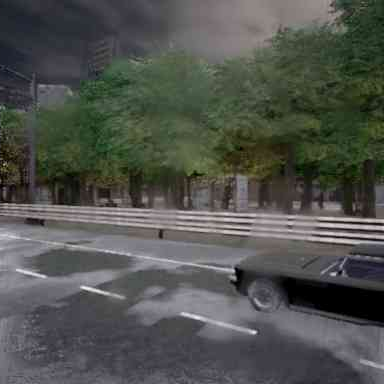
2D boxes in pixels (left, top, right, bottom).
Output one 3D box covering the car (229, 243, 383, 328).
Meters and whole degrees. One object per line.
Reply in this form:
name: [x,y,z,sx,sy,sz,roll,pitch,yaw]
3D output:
car: [3.078,1.602,5.972,4.718,1.301,1.895,0,0,35]
